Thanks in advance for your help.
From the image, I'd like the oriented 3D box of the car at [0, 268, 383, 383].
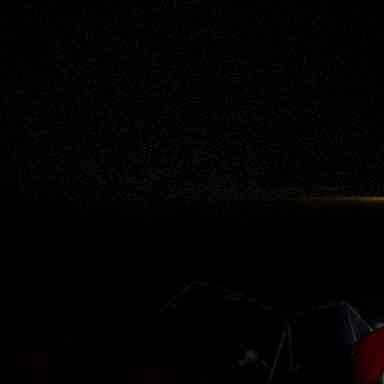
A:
[{"bbox_3d":[0.519,1.626,3.442,4.718,1.301,1.895,1,0,-36],"label":"car"}]
